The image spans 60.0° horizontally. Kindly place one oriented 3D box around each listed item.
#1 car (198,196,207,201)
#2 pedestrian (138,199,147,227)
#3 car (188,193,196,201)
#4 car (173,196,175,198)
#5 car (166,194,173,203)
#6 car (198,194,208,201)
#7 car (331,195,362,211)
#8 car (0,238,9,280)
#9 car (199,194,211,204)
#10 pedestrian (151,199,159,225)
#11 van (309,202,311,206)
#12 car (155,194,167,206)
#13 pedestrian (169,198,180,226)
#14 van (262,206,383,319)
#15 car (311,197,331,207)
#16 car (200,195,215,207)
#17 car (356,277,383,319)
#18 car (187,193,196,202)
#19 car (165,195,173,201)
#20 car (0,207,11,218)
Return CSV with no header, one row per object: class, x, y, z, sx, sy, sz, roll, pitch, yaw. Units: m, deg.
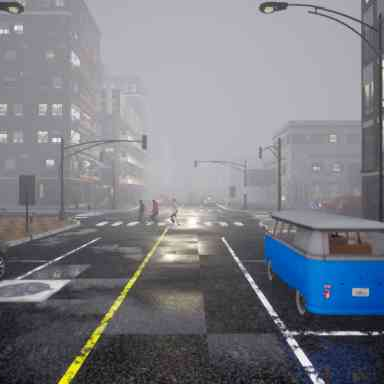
car,2.640,1.638,85.108,2.008,1.369,4.403,0,0,0
pedestrian,-3.194,1.299,21.183,0.375,1.860,0.375,0,0,0
car,-0.054,1.209,88.711,2.150,2.045,5.566,0,0,0
car,-5.737,1.627,79.563,2.008,1.369,4.403,0,0,0
car,-5.729,1.372,68.485,2.192,1.841,5.009,0,0,0
car,2.654,1.630,62.952,1.802,1.307,4.206,0,0,0
car,14.905,1.357,27.986,5.009,1.841,2.192,0,0,0
car,-5.692,1.567,7.107,1.947,1.339,4.313,0,0,0
car,2.651,1.372,68.491,2.192,1.841,5.009,0,0,0
pedestrian,-2.494,1.297,22.381,0.375,1.860,0.375,0,0,0
van,14.877,1.424,36.365,3.998,1.788,1.690,0,0,0
car,-5.723,1.566,57.236,1.752,1.417,4.829,0,0,0
pedestrian,-1.160,1.299,21.776,0.375,1.860,0.375,0,0,0
van,2.656,1.342,7.086,1.690,1.788,3.998,0,0,0
car,15.471,1.294,33.775,5.566,2.045,2.150,0,0,0
car,2.661,1.559,52.043,1.752,1.417,4.829,0,0,0
car,2.659,1.582,1.397,1.802,1.307,4.206,0,0,0
car,-0.048,1.430,78.648,2.097,1.767,4.553,0,0,0
car,-5.740,1.613,84.933,1.752,1.417,4.829,0,0,0
car,-17.483,1.533,27.886,4.206,1.307,1.802,0,0,0
